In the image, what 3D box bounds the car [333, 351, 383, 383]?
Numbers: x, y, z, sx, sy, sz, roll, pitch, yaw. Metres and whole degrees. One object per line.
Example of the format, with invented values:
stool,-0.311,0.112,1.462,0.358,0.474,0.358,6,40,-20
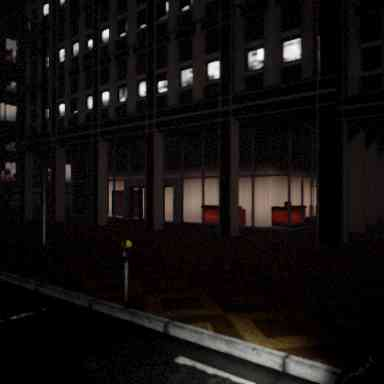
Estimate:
car,3.014,1.502,1.204,4.892,1.490,1.837,-1,-1,37
